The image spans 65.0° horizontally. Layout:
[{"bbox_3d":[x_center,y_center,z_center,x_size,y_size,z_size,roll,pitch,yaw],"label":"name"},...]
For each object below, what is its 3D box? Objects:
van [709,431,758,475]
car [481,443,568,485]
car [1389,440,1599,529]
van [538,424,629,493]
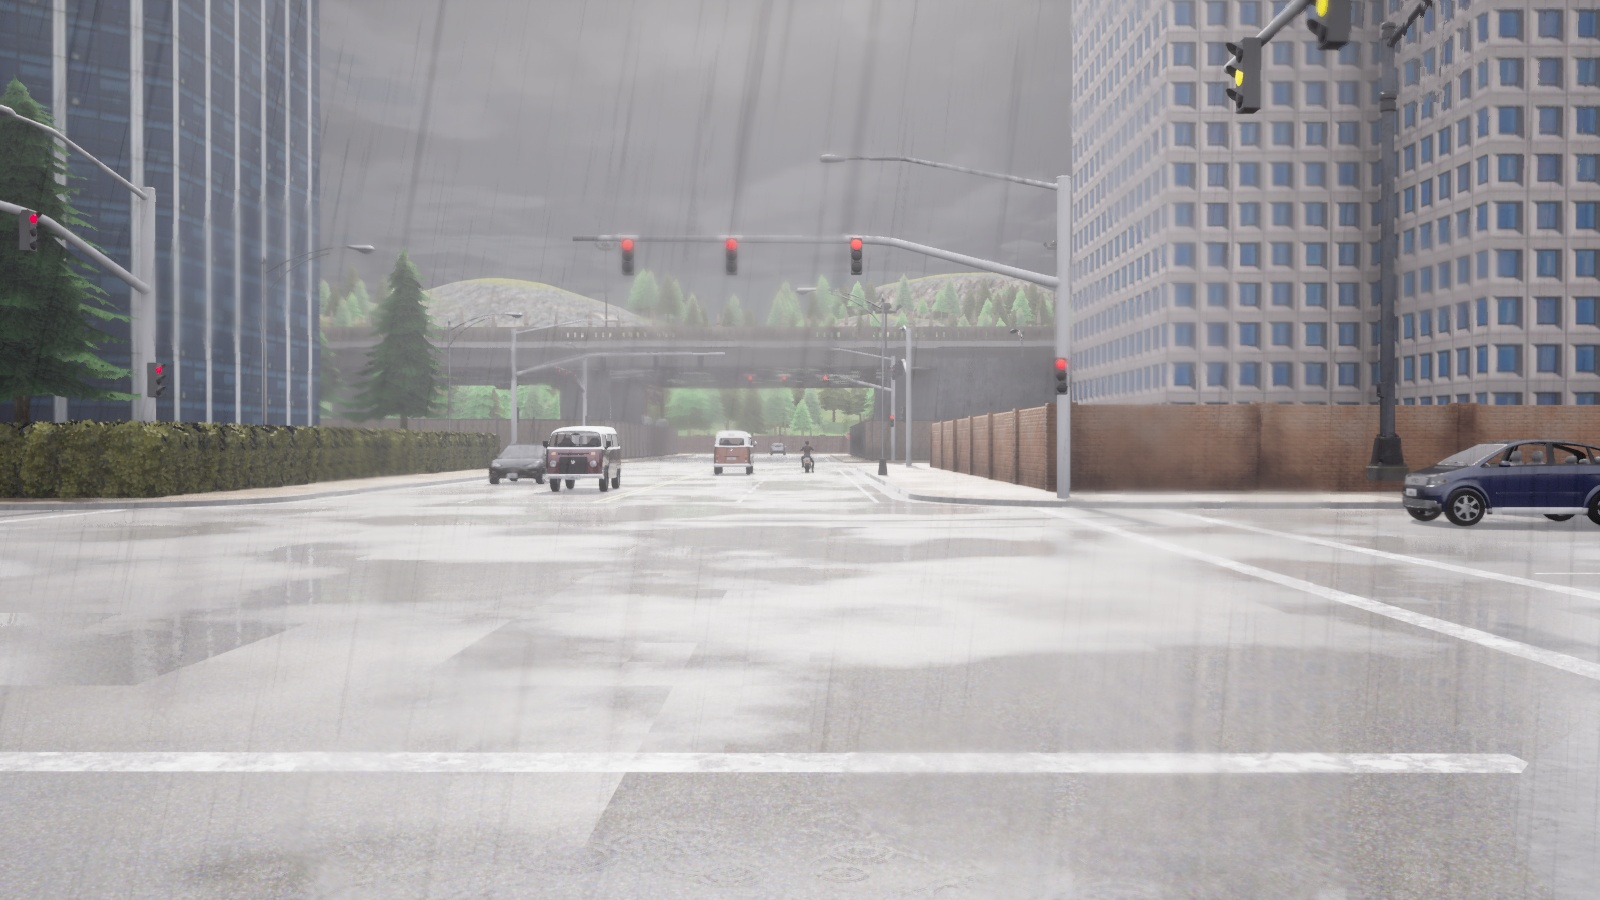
[{"bbox_3d":[-3.158,0.126,60.408,2.069,2.038,4.480,0,0,0],"label":"van"},{"bbox_3d":[-10.231,0.473,46.986,2.163,1.488,4.792,0,0,0],"label":"car"},{"bbox_3d":[13.058,0.606,22.997,3.705,1.549,1.789,0,0,1],"label":"car"},{"bbox_3d":[-6.770,0.240,39.687,2.069,2.038,4.480,0,0,0],"label":"van"}]
